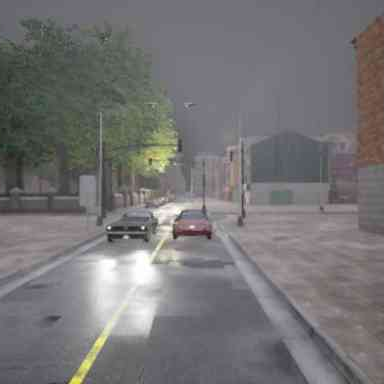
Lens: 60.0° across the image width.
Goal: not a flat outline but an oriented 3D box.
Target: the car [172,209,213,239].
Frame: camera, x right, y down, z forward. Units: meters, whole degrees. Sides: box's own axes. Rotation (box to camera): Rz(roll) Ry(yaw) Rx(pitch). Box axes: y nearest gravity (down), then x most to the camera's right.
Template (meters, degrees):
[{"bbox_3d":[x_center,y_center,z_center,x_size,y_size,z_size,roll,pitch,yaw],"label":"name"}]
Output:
[{"bbox_3d":[0.025,1.579,17.387,1.994,1.385,4.181,0,0,1],"label":"car"}]

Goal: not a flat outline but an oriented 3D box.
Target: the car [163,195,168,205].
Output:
[{"bbox_3d":[-5.530,1.624,53.606,2.008,1.369,4.403,1,0,0],"label":"car"}]

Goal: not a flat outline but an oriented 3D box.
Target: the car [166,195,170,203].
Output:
[{"bbox_3d":[-5.574,1.652,59.056,1.947,1.339,4.313,1,0,0],"label":"car"}]

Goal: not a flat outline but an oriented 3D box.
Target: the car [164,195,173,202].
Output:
[{"bbox_3d":[-5.743,1.606,80.856,1.967,1.590,4.097,1,0,0],"label":"car"}]

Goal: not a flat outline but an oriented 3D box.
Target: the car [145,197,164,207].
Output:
[{"bbox_3d":[-5.502,1.608,46.470,2.008,1.369,4.403,1,0,0],"label":"car"}]

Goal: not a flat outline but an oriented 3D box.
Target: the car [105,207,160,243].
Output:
[{"bbox_3d":[-2.782,1.615,16.287,1.895,1.301,4.718,0,0,1],"label":"car"}]

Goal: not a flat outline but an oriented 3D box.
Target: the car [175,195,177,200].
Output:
[{"bbox_3d":[-5.829,1.662,91.756,1.967,1.590,4.097,1,0,0],"label":"car"}]

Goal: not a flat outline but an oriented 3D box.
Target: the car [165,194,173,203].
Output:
[{"bbox_3d":[-5.660,1.703,69.956,1.802,1.307,4.206,1,0,0],"label":"car"}]

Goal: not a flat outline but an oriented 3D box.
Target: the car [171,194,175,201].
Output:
[{"bbox_3d":[-5.697,1.458,75.407,2.192,1.841,5.009,1,0,0],"label":"car"}]
